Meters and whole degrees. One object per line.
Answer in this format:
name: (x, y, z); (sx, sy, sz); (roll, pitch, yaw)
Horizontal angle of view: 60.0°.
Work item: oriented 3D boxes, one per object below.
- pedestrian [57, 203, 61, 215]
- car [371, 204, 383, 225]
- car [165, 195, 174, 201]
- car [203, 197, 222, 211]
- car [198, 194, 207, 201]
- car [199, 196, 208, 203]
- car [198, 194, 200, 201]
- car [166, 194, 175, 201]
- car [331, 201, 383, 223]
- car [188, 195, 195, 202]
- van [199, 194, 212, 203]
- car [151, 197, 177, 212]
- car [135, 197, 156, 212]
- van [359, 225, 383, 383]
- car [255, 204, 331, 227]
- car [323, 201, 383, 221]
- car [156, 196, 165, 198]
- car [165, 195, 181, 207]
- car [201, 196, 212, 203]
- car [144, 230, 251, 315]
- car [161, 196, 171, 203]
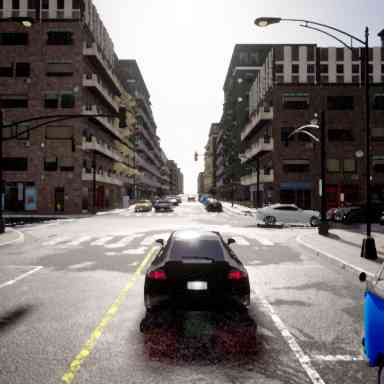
pedestrian: (-12.590, 1.597, 31.437); (0.500, 1.100, 0.500); (0, -1, 1)
car: (13.506, 1.583, 19.848); (4.313, 1.339, 1.947); (0, -1, 1)
car: (-5.816, 1.587, 85.154); (2.008, 1.369, 4.403); (1, 0, 0)
car: (2.638, 1.580, 40.027); (1.947, 1.339, 4.313); (1, 0, 0)
car: (2.568, 1.352, 85.167); (2.192, 1.841, 5.009); (1, 0, 0)
car: (2.582, 1.612, 73.882); (1.802, 1.307, 4.206); (1, 0, 0)
car: (2.592, 1.552, 68.409); (1.752, 1.417, 4.829); (1, 0, 0)
car: (-5.823, 1.480, 90.797); (1.967, 1.590, 4.097); (1, 0, 0)
car: (13.492, 1.473, 25.640); (4.553, 1.767, 2.097); (0, -1, 1)
car: (-0.131, 1.559, 80.557); (2.128, 1.511, 4.902); (0, 0, 0)
van: (2.614, 1.362, 56.954); (1.690, 1.788, 3.998); (1, 0, 0)
car: (-3.209, 1.614, 38.591); (1.895, 1.301, 4.718); (0, 0, 2)
car: (-5.741, 1.539, 39.843); (1.752, 1.417, 4.829); (1, 0, 0)
van: (2.670, 1.342, 2.080); (1.690, 1.788, 3.998); (1, 0, 0)
car: (6.714, 1.559, 22.874); (4.674, 1.442, 1.812); (0, 0, 14)
car: (13.596, 1.608, 28.229); (4.097, 1.590, 1.967); (0, -1, 1)
car: (-5.759, 1.459, 51.298); (1.967, 1.590, 4.097); (1, 0, 0)
car: (-3.179, 1.582, 52.989); (1.994, 1.385, 4.181); (0, 0, 0)
car: (2.629, 1.567, 45.669); (2.008, 1.369, 4.403); (1, 0, 0)
car: (0.088, 1.566, 7.683); (1.994, 1.385, 4.181); (0, 0, 0)
car: (-5.797, 1.575, 73.869); (1.887, 1.381, 4.507); (1, 0, 0)
